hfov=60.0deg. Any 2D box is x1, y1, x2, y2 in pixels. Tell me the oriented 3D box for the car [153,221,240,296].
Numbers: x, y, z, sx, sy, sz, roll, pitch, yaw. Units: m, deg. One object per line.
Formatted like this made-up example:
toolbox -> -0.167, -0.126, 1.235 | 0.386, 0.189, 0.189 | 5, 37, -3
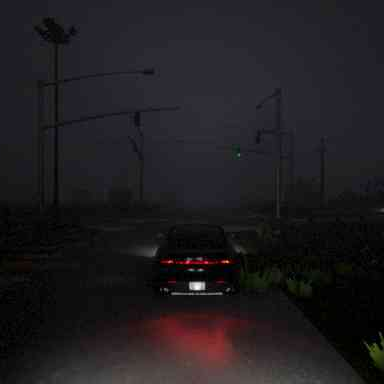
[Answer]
car -> 0.096, 1.507, 8.656 | 1.837, 1.490, 4.892 | 0, 0, 0
